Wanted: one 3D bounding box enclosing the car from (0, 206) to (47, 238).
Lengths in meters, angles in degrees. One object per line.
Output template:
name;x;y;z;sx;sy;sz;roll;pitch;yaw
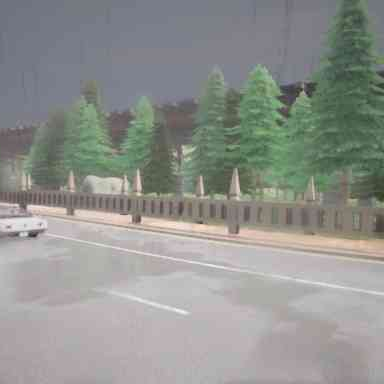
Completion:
car;-8.231;1.236;14.048;4.718;1.301;1.895;3;2;36
